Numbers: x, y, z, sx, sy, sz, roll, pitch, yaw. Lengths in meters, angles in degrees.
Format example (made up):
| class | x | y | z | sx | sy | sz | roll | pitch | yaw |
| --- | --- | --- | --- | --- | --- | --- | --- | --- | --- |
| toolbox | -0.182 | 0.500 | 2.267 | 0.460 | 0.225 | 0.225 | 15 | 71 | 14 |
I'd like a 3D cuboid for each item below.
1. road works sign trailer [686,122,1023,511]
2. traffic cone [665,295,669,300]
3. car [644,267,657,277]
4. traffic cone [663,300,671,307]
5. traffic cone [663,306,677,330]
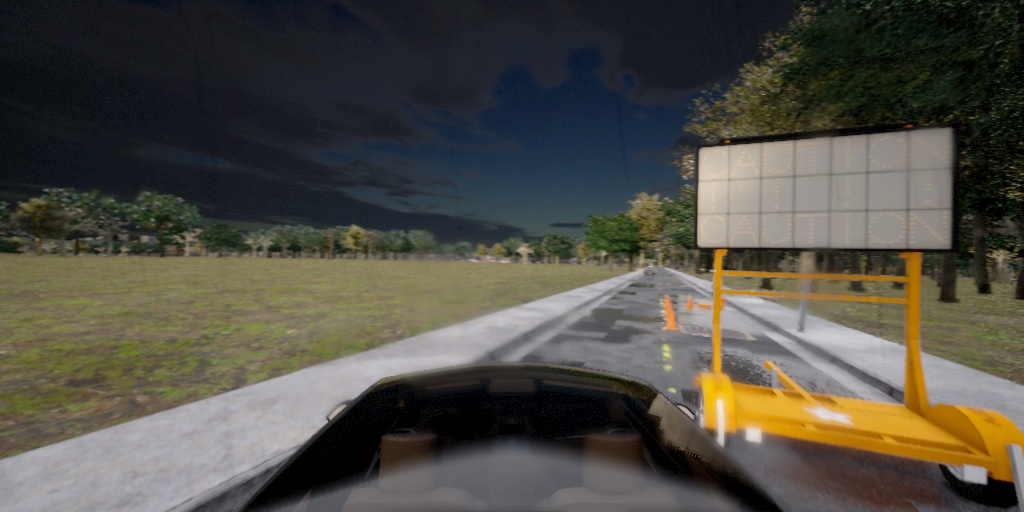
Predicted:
| class | x | y | z | sx | sy | sz | roll | pitch | yaw |
| --- | --- | --- | --- | --- | --- | --- | --- | --- | --- |
| road works sign trailer | 3.422 | 0.344 | 4.270 | 2.380 | 3.560 | 2.880 | 0 | 0 | 22 |
| traffic cone | 6.474 | 2.060 | 14.900 | 0.340 | 0.580 | 0.340 | 0 | 0 | 22 |
| car | 23.252 | 2.677 | 60.401 | 1.837 | 1.490 | 4.892 | 1 | -1 | 22 |
| traffic cone | 5.722 | 2.015 | 13.047 | 0.340 | 0.580 | 0.340 | 0 | 0 | 22 |
| traffic cone | 4.971 | 1.970 | 11.194 | 0.340 | 0.580 | 0.340 | 0 | 0 | 22 |
